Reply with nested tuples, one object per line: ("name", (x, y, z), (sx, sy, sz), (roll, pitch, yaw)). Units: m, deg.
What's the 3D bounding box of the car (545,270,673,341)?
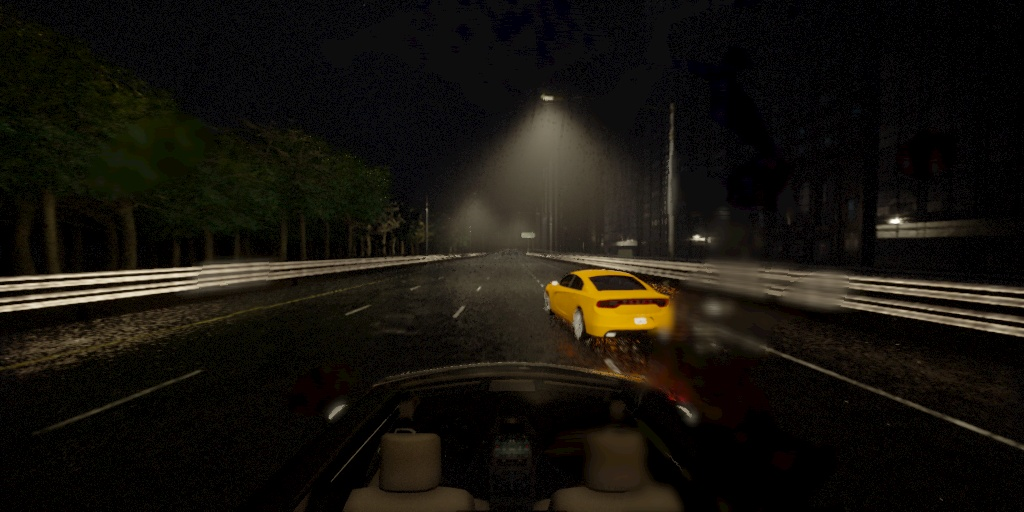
("car", (2.230, 1.102, 9.618), (1.882, 1.535, 5.008), (0, 1, -8))
